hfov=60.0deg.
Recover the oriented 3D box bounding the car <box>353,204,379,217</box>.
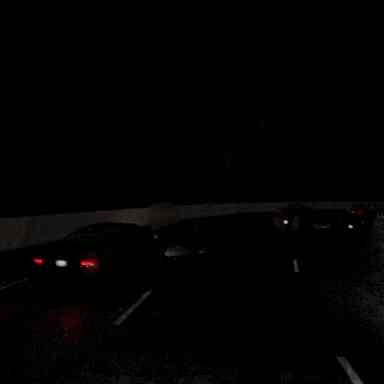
[{"bbox_3d":[17.308,1.937,33.910,4.181,1.385,1.994,1,-1,-40],"label":"car"}]

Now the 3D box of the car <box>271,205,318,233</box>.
[{"bbox_3d":[6.590,1.776,21.624,1.994,1.385,4.181,0,-1,30],"label":"car"}]

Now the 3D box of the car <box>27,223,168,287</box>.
[{"bbox_3d":[-2.268,1.612,9.629,2.033,1.411,5.357,0,0,13],"label":"car"}]

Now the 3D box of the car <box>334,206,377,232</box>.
[{"bbox_3d":[10.875,1.842,22.108,1.895,1.301,4.718,0,-1,33],"label":"car"}]
